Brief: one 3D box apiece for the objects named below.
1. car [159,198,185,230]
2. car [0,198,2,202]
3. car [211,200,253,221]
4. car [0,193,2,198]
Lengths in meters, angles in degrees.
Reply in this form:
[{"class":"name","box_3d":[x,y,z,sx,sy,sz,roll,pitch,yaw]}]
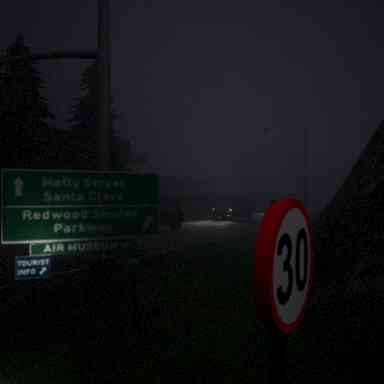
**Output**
[{"class":"car","box_3d":[-2.706,1.413,20.812,2.150,2.045,5.566,0,0,36]},{"class":"car","box_3d":[-12.393,1.504,26.071,1.905,1.878,3.866,0,0,35]},{"class":"car","box_3d":[3.569,1.543,29.438,2.097,1.767,4.553,0,0,36]},{"class":"car","box_3d":[-38.597,1.488,70.013,4.514,1.523,2.007,0,0,35]}]
